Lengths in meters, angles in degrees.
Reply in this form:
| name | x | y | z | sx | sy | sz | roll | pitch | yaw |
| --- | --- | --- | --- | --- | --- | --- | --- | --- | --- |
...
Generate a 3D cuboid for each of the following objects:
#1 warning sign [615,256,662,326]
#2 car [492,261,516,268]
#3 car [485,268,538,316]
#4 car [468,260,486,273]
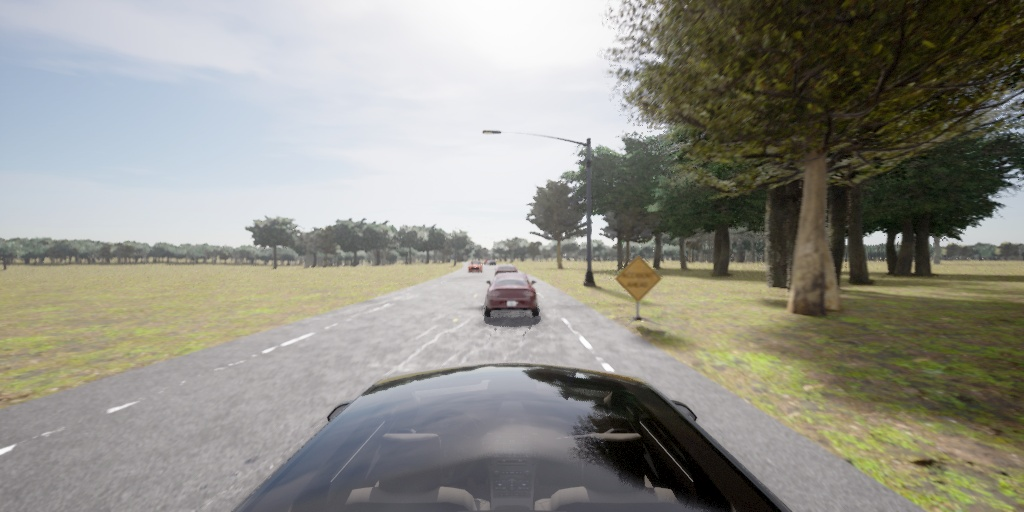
| name | x | y | z | sx | sy | sz | roll | pitch | yaw |
| --- | --- | --- | --- | --- | --- | --- | --- | --- | --- |
| warning sign | 3.510 | 0.920 | 10.034 | 1.300 | 1.860 | 1.060 | 0 | 0 | -1 |
| car | -0.456 | 1.424 | 29.759 | 1.882 | 1.535 | 5.008 | 0 | 0 | -2 |
| car | -0.034 | 1.360 | 13.749 | 1.812 | 1.442 | 4.674 | 0 | 0 | -1 |
| car | -5.255 | 1.456 | 51.832 | 2.097 | 1.767 | 4.553 | 0 | 0 | -3 |
